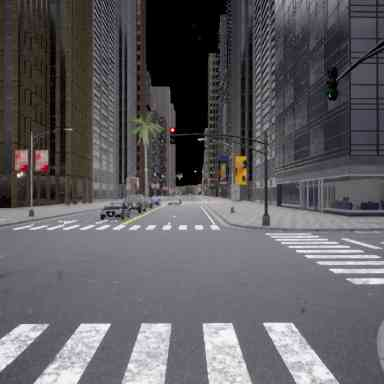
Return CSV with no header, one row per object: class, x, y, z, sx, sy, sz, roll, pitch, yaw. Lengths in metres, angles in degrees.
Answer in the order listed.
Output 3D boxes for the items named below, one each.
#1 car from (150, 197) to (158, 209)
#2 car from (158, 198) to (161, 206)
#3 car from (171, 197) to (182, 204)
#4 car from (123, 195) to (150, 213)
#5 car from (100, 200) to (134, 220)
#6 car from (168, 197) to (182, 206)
car,-6.651,1.484,48.388,2.097,1.767,4.553,0,0,0
car,-6.621,1.653,58.528,1.882,1.535,5.008,0,0,0
car,-3.238,1.790,69.702,1.994,1.385,4.181,0,0,0
car,-6.647,1.315,38.460,2.150,2.045,5.566,0,0,0
car,-6.634,1.628,29.136,1.994,1.385,4.181,0,0,0
car,-3.226,1.782,59.806,1.895,1.301,4.718,0,0,0
